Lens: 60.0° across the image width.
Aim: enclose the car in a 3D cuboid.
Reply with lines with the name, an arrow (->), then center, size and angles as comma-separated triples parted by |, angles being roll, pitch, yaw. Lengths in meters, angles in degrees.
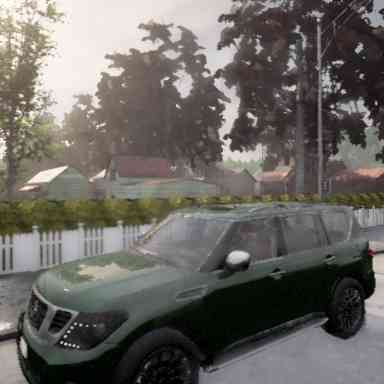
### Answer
car -> 0.537, 1.200, 4.988 | 5.566, 2.045, 2.150 | 0, 0, -35
